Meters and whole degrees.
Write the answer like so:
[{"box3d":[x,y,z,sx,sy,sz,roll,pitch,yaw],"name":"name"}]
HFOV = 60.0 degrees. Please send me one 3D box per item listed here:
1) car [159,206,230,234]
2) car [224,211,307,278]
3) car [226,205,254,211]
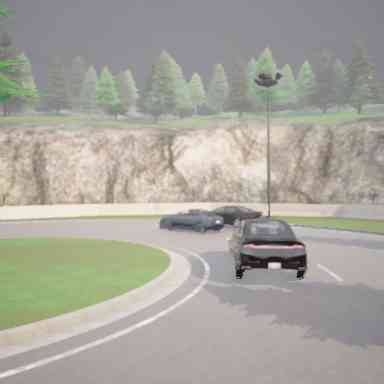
[{"box3d":[-0.062,1.756,20.952,4.181,1.385,1.994,-1,-1,37],"name":"car"},{"box3d":[2.183,1.571,10.384,2.128,1.511,4.902,0,0,5],"name":"car"},{"box3d":[2.537,1.670,23.299,5.008,1.535,1.882,-1,-1,40],"name":"car"}]
